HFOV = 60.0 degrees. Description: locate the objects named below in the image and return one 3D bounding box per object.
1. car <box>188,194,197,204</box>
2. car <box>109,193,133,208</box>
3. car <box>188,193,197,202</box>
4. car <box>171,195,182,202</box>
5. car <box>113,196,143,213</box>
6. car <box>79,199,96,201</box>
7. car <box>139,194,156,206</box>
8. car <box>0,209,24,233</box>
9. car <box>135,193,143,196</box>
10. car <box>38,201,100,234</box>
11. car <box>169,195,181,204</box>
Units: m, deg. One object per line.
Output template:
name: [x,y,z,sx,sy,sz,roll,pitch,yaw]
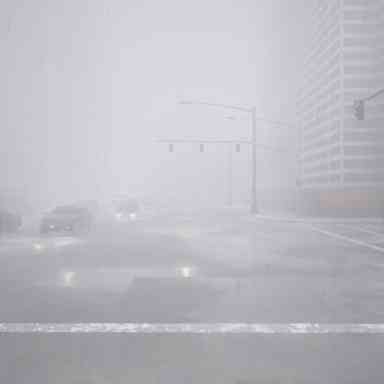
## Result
car: [0.075,1.547,64.185,2.033,1.411,5.357,0,0,0]
car: [-10.531,1.219,48.751,2.150,2.045,5.566,0,0,1]
car: [0.087,1.184,74.440,2.097,1.767,4.553,0,0,0]
car: [-3.412,1.354,74.474,2.128,1.511,4.902,0,0,0]
car: [-7.056,1.505,37.161,1.837,1.490,4.892,0,0,0]
car: [-10.565,1.505,33.262,1.837,1.490,4.892,0,0,0]
car: [-7.026,1.504,54.291,1.837,1.490,4.892,0,0,0]
car: [-10.581,1.547,16.764,2.033,1.411,5.357,0,0,0]
car: [-10.419,1.353,68.807,2.097,1.767,4.553,0,0,0]
car: [-7.078,1.505,19.174,1.837,1.490,4.892,0,0,0]
car: [-3.425,1.491,64.189,2.128,1.511,4.902,0,0,0]
